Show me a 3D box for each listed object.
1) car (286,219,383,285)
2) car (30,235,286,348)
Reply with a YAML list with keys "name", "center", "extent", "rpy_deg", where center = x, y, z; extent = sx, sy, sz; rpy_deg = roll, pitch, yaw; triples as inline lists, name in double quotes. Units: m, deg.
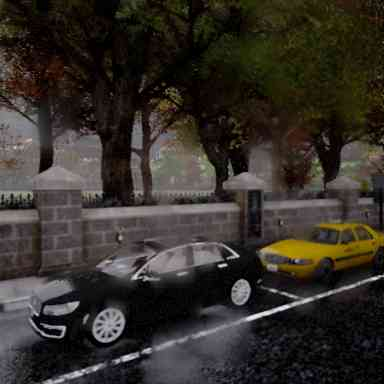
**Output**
- name: "car"
  center: [3.877, 1.461, 9.327]
  extent: [4.829, 1.417, 1.752]
  rpy_deg: [-1, 0, -35]
- name: "car"
  center: [-0.567, 1.528, 6.156]
  extent: [4.403, 1.369, 2.008]
  rpy_deg: [-1, 0, -35]
